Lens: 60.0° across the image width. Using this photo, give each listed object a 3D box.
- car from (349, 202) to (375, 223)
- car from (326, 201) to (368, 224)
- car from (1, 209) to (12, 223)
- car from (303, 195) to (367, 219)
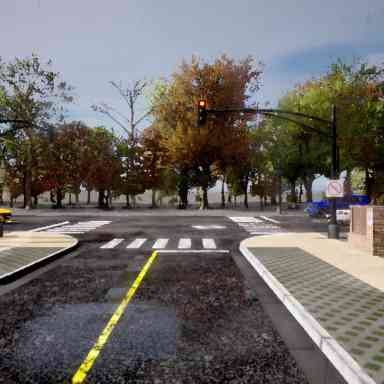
[{"bbox_3d":[12.364,1.521,19.673,5.008,1.535,1.882,0,0,0],"label":"car"},{"bbox_3d":[12.133,1.572,22.913,4.674,1.442,1.812,0,0,0],"label":"car"},{"bbox_3d":[-15.092,1.423,22.940,5.008,1.535,1.882,0,0,0],"label":"car"},{"bbox_3d":[12.853,1.279,29.626,5.566,2.045,2.150,0,0,0],"label":"car"}]
